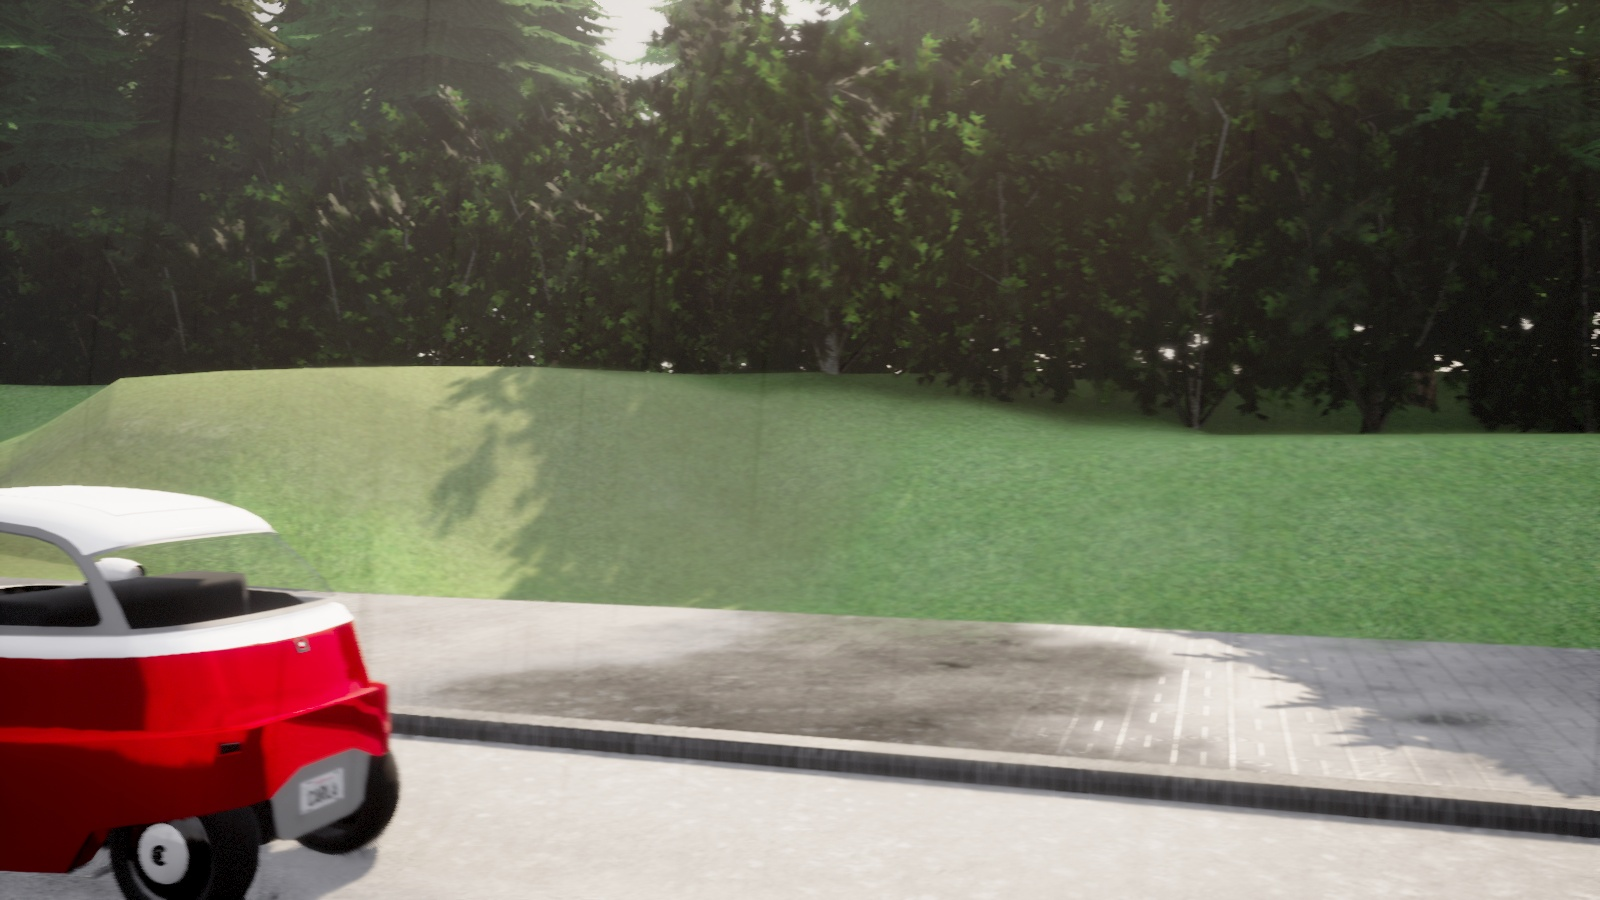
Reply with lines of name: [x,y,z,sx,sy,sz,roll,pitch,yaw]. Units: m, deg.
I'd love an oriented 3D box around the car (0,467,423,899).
car: [-2.790,0.796,4.660,2.207,1.376,1.481,1,1,19]
